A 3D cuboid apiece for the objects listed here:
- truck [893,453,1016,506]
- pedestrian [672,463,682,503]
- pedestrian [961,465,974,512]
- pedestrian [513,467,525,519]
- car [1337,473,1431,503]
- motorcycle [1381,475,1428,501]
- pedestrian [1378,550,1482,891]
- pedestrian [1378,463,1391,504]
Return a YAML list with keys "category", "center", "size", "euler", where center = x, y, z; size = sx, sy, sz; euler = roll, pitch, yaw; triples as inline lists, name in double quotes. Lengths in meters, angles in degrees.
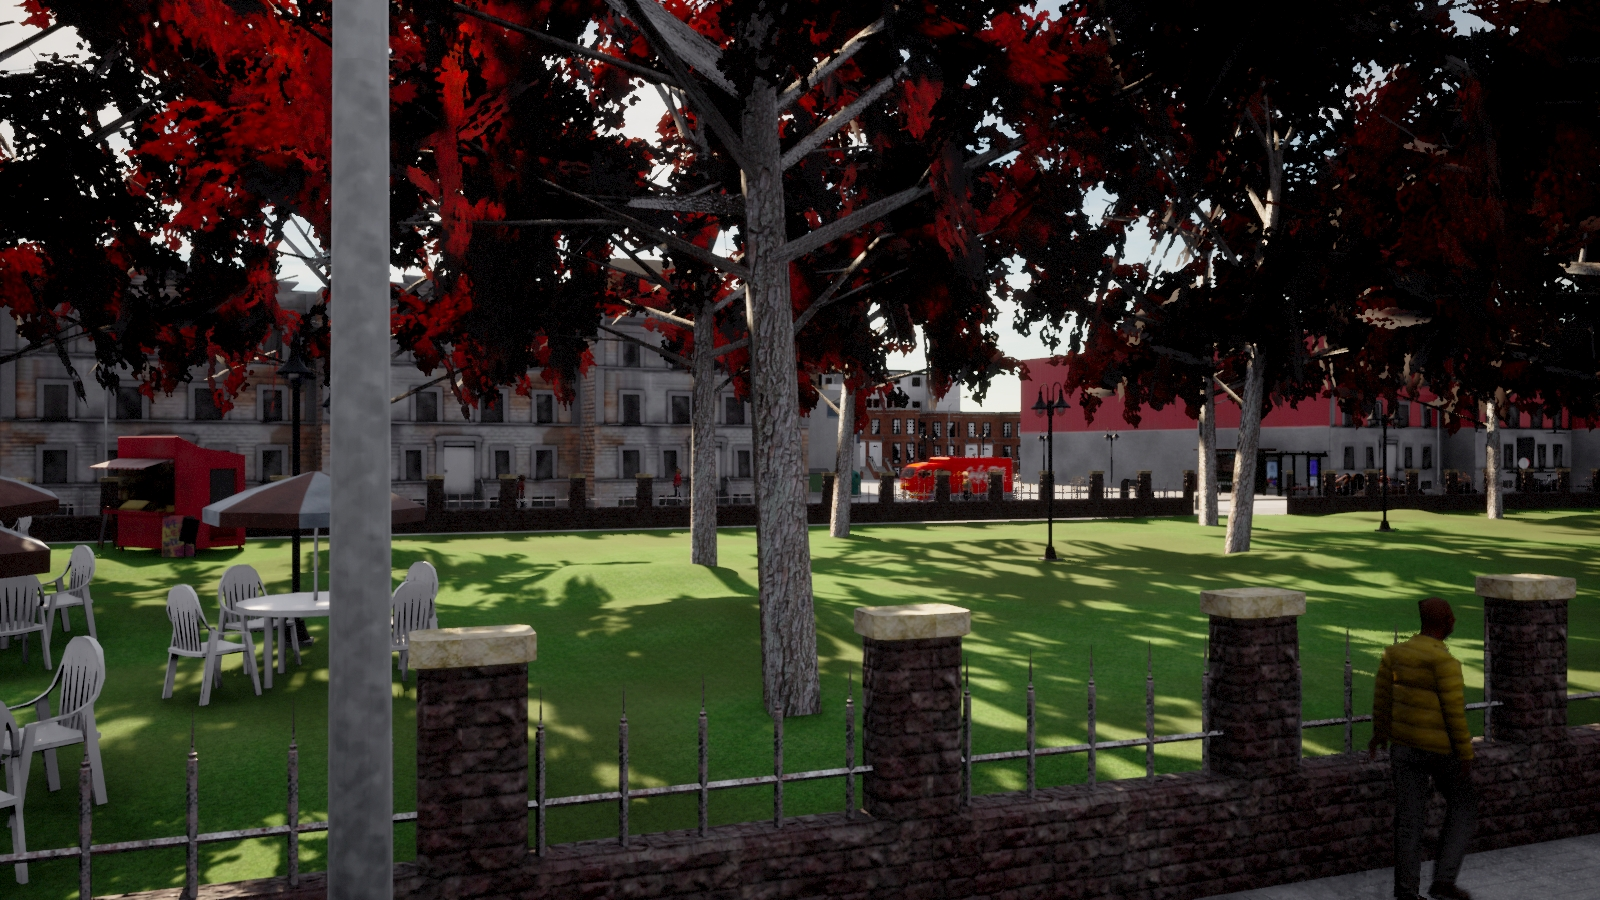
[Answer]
- category: "truck"
  center: [7.372, 1.358, 54.713]
  size: [5.204, 2.467, 2.627]
  euler: [0, 0, -20]
- category: "pedestrian"
  center: [-5.787, 1.530, 53.634]
  size: [0.375, 1.860, 0.375]
  euler: [0, 0, -20]
- category: "pedestrian"
  center: [6.727, 1.532, 45.895]
  size: [0.375, 1.860, 0.375]
  euler: [0, 0, -31]
- category: "pedestrian"
  center: [-10.099, 1.527, 41.070]
  size: [0.375, 1.860, 0.375]
  euler: [0, 0, -16]
- category: "car"
  center: [29.992, 1.930, 58.701]
  size: [4.181, 1.385, 1.994]
  euler: [-1, 0, -20]
- category: "motorcycle"
  center: [31.307, 1.969, 59.182]
  size: [2.356, 1.277, 0.764]
  euler: [0, 0, -20]
- category: "pedestrian"
  center: [3.641, 1.527, 6.612]
  size: [0.375, 1.860, 0.375]
  euler: [0, 0, -20]
- category: "pedestrian"
  center: [26.848, 1.542, 52.437]
  size: [0.375, 1.860, 0.375]
  euler: [0, 0, -20]
